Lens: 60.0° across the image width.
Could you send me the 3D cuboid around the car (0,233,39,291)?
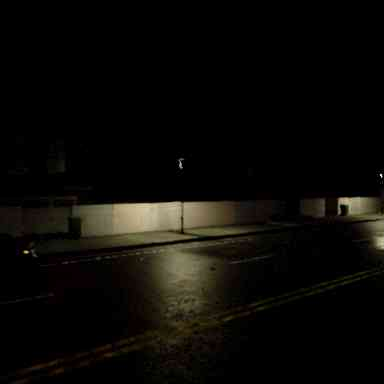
[{"bbox_3d":[-5.974,1.562,7.390,4.674,1.442,1.812,0,0,-36],"label":"car"}]
